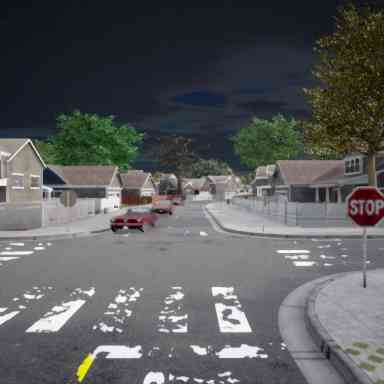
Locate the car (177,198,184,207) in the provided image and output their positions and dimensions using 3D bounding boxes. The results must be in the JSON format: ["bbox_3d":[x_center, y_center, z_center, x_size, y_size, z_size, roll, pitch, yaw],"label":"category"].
[{"bbox_3d":[-2.378,1.575,51.658,1.994,1.385,4.181,0,0,5],"label":"car"}]

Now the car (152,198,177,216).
[{"bbox_3d":[-2.789,1.484,32.489,1.882,1.535,5.008,0,0,0],"label":"car"}]

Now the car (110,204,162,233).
[{"bbox_3d":[-3.324,1.603,19.868,1.895,1.301,4.718,0,0,5],"label":"car"}]
